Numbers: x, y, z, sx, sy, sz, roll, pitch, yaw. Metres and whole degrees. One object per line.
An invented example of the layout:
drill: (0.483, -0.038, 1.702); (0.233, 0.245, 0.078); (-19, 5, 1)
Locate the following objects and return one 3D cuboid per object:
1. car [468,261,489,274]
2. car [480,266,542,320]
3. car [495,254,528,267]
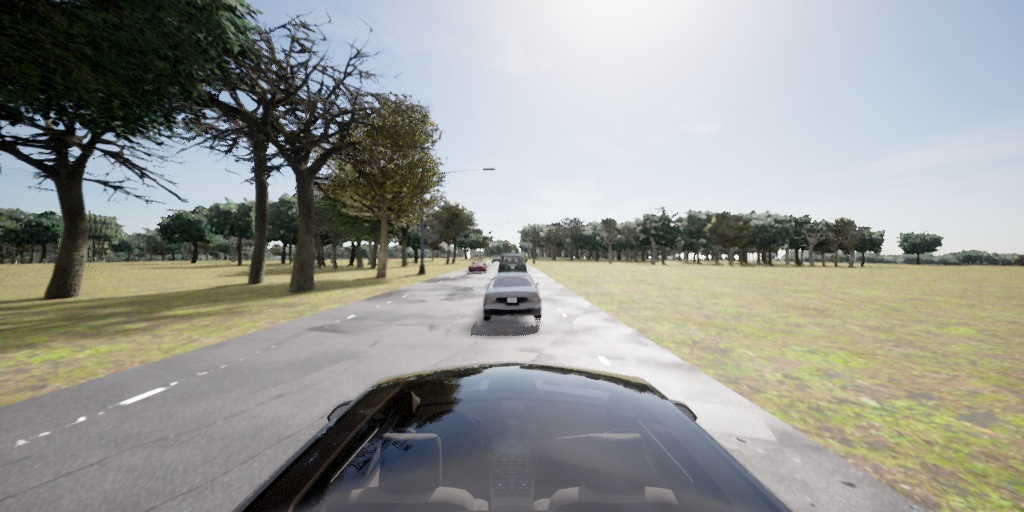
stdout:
car: (-3.556, 1.185, 37.983); (1.895, 1.301, 4.718); (0, 0, 0)
car: (0.018, 1.260, 12.413); (2.033, 1.411, 5.357); (-1, 0, 0)
car: (0.059, 0.873, 28.447); (2.150, 2.045, 5.566); (0, 1, 1)
